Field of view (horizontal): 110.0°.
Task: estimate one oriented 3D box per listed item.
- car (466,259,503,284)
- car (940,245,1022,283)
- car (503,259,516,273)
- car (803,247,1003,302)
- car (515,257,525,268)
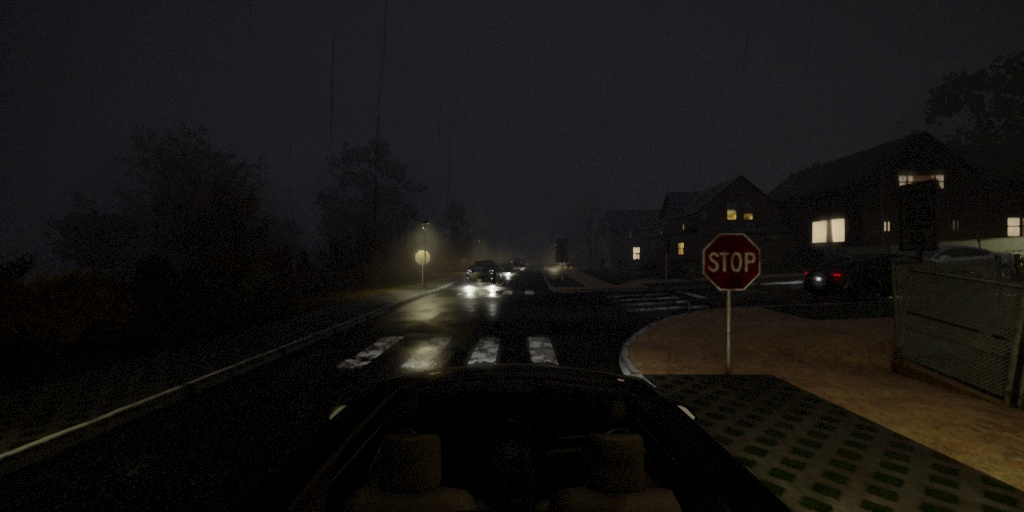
[{"bbox_3d":[-2.095,1.096,26.810,2.097,1.767,4.553,0,0,3],"label":"car"},{"bbox_3d":[16.379,0.338,13.871,4.674,1.442,1.812,-3,0,5],"label":"car"},{"bbox_3d":[-0.950,1.258,42.505,1.994,1.385,4.181,0,0,5],"label":"car"},{"bbox_3d":[11.914,0.610,11.418,4.181,1.385,1.994,-3,0,5],"label":"car"},{"bbox_3d":[0.996,0.986,59.961,2.097,1.767,4.553,0,0,7],"label":"car"}]
